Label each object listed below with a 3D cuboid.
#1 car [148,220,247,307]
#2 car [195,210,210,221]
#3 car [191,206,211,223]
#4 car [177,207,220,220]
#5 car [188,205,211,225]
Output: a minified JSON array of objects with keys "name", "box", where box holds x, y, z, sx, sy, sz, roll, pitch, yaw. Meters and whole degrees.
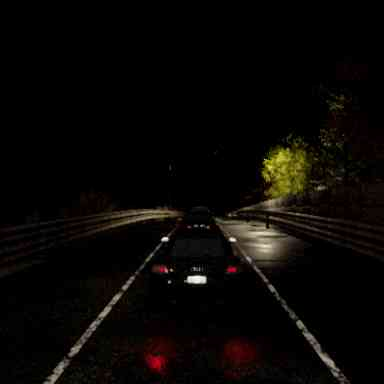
[{"name":"car","box":[0.164,1.607,8.148,1.994,1.385,4.181,0,-1,2]},{"name":"car","box":[1.549,3.296,46.872,1.882,1.535,5.008,0,-4,4]},{"name":"car","box":[1.074,2.553,38.039,2.097,1.767,4.553,0,-4,3]},{"name":"car","box":[0.338,1.703,16.410,1.837,1.490,4.892,0,-1,1]},{"name":"car","box":[0.759,2.189,32.064,2.097,1.767,4.553,0,-3,2]}]
